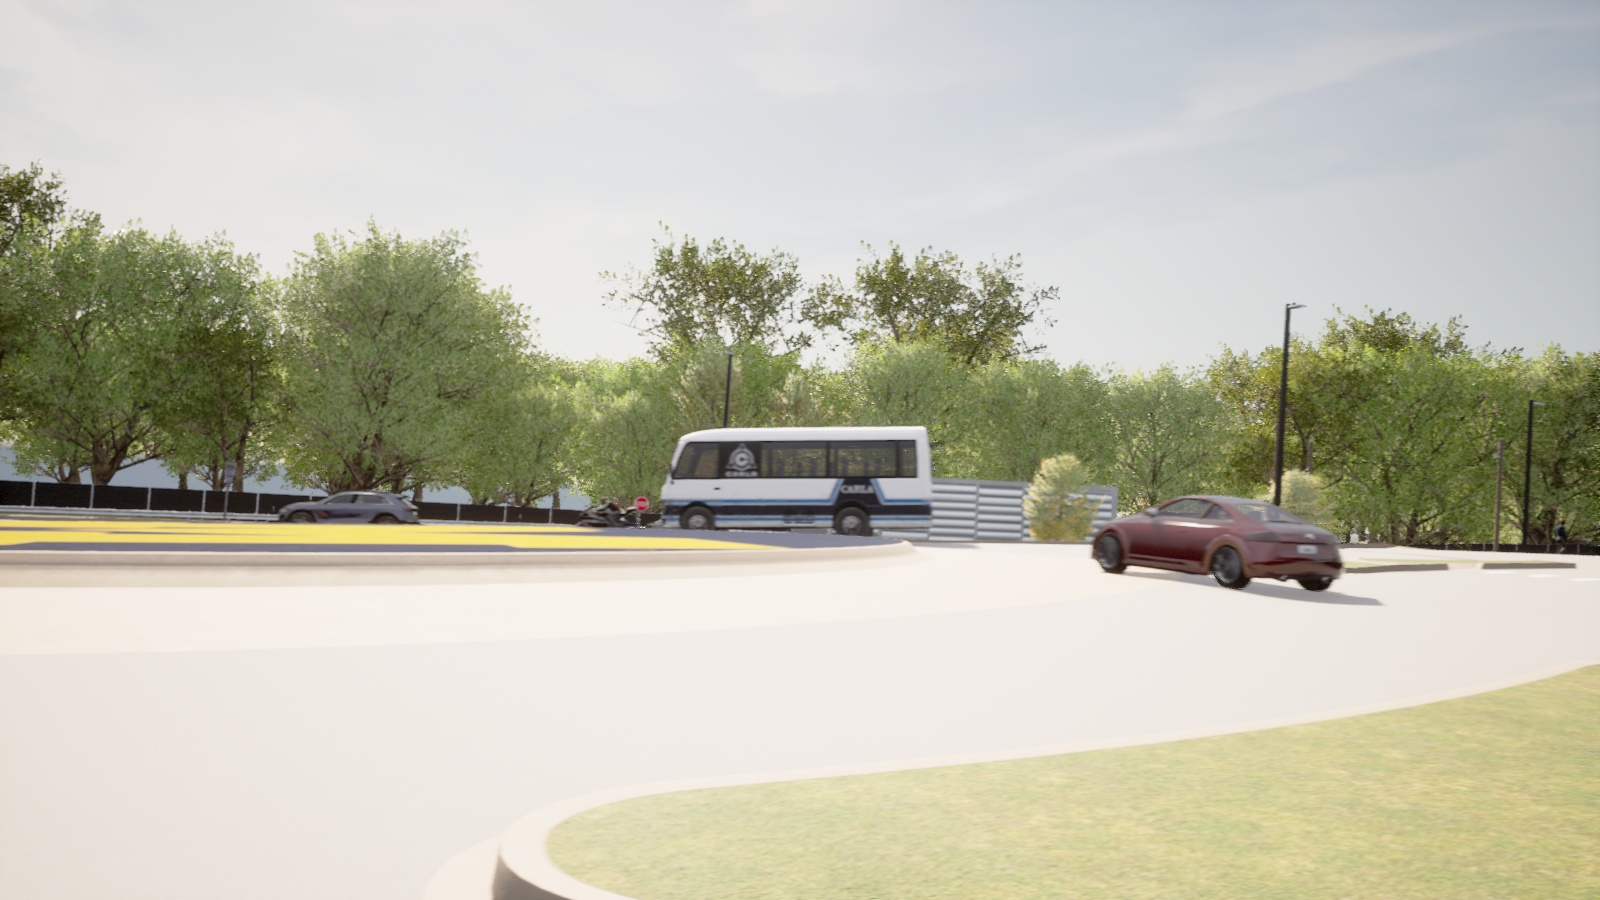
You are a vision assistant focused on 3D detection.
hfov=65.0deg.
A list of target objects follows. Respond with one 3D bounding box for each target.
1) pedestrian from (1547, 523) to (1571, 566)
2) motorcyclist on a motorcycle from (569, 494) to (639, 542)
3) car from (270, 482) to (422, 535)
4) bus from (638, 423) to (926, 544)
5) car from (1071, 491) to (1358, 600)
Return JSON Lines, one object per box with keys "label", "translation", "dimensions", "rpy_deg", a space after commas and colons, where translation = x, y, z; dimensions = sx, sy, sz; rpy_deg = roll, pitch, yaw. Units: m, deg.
{"label": "pedestrian", "translation": [33.382, 4.145, 55.233], "dimensions": [0.726, 1.835, 0.370], "rpy_deg": [5, -2, -8]}
{"label": "motorcyclist on a motorcycle", "translation": [-6.581, 2.287, 42.252], "dimensions": [2.191, 1.530, 0.866], "rpy_deg": [1, -7, 0]}
{"label": "car", "translation": [-16.477, 2.138, 45.822], "dimensions": [4.856, 1.649, 2.033], "rpy_deg": [4, -2, -10]}
{"label": "bus", "translation": [-0.510, 1.311, 46.881], "dimensions": [10.273, 4.253, 3.944], "rpy_deg": [0, -5, 7]}
{"label": "car", "translation": [6.485, 1.464, 20.148], "dimensions": [1.994, 1.385, 4.181], "rpy_deg": [4, -1, -25]}
